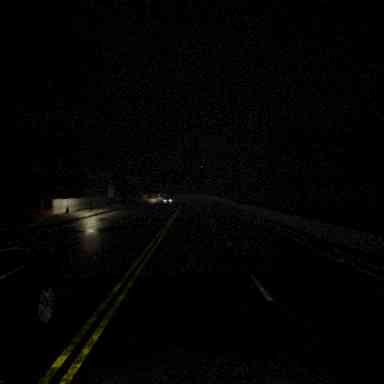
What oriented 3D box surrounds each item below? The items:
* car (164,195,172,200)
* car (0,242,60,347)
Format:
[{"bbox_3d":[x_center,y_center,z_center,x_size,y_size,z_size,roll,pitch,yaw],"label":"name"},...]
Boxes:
[{"bbox_3d":[-6.552,1.462,90.928,1.812,1.442,4.674,0,0,0],"label":"car"},{"bbox_3d":[-3.351,1.490,4.244,2.128,1.511,4.902,0,0,0],"label":"car"}]
